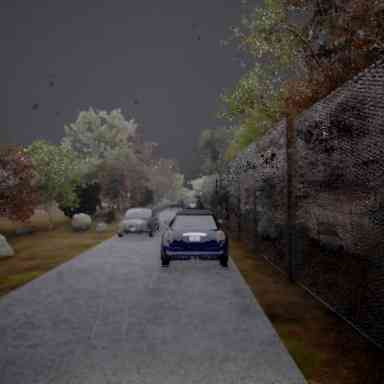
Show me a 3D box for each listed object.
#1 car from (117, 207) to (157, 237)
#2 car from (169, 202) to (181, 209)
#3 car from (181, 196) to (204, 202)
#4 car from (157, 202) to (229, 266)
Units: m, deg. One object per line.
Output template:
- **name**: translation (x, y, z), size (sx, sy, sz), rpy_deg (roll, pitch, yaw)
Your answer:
- **car**: translation (-2.880, 1.610, 18.668), size (1.837, 1.490, 4.892), rpy_deg (0, 0, 0)
- **car**: translation (-3.064, 2.404, 59.997), size (1.895, 1.301, 4.718), rpy_deg (0, -2, 0)
- **car**: translation (0.041, 1.479, 33.864), size (2.150, 2.045, 5.566), rpy_deg (0, -1, 0)
- **car**: translation (0.082, 1.418, 12.012), size (2.097, 1.767, 4.553), rpy_deg (0, 0, 0)
